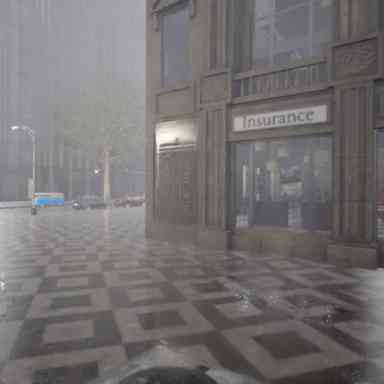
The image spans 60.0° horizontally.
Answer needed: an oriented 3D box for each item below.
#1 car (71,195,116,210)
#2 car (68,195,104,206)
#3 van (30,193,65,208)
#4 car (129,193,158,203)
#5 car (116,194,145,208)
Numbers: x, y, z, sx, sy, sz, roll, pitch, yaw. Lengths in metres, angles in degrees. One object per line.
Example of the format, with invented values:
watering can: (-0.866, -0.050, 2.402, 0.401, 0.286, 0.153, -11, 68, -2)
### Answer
car: (-10.747, 1.279, 35.820, 1.947, 1.339, 4.313, 1, 2, 36)
car: (-14.384, 1.127, 45.354, 2.008, 1.369, 4.403, 1, 2, 36)
van: (-17.667, 0.987, 40.794, 1.690, 1.788, 3.998, 1, 1, 36)
car: (-7.910, 0.948, 54.332, 1.752, 1.417, 4.829, 2, 2, 36)
car: (-7.462, 1.188, 40.376, 1.887, 1.381, 4.507, 2, 2, 36)
